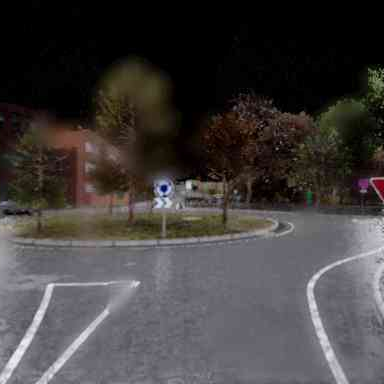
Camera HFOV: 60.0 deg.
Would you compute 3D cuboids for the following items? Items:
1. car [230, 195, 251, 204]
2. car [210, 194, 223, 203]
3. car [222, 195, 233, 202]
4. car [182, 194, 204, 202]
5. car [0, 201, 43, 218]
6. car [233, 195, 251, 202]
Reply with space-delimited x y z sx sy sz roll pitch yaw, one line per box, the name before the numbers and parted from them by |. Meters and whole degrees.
car | 9.894 1.571 69.771 2.097 1.767 4.553 0 -1 -13
car | 6.106 1.840 76.528 2.128 1.511 4.902 0 -1 -3
car | 8.933 1.640 84.763 2.097 1.767 4.553 0 -1 -3
car | 0.845 1.686 92.161 5.566 2.045 2.435 0 0 -3
car | -15.823 1.455 29.238 2.033 1.411 5.357 0 0 24
car | 13.508 1.828 90.072 4.553 1.767 2.185 0 0 -3
